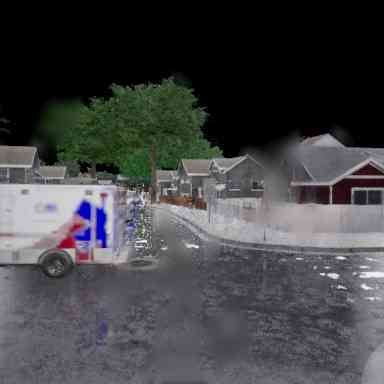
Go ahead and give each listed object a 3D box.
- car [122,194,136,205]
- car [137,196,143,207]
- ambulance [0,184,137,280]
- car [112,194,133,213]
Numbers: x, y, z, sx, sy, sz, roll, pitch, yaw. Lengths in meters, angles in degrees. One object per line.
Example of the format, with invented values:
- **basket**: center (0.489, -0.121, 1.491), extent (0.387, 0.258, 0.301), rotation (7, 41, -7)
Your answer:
- **car**: center (-11.634, 1.320, 61.173), extent (2.097, 1.767, 4.553), rotation (0, 0, -14)
- **car**: center (-8.915, 1.322, 51.583), extent (2.097, 1.767, 4.553), rotation (0, 0, -16)
- **ambulance**: center (-4.950, 1.013, 9.443), extent (6.366, 2.431, 2.351), rotation (1, 0, -6)
- **car**: center (-8.049, 1.217, 38.068), extent (2.150, 2.045, 5.566), rotation (0, 0, -14)
